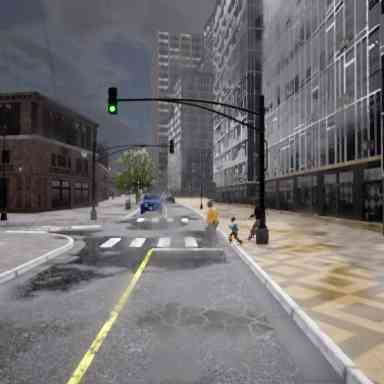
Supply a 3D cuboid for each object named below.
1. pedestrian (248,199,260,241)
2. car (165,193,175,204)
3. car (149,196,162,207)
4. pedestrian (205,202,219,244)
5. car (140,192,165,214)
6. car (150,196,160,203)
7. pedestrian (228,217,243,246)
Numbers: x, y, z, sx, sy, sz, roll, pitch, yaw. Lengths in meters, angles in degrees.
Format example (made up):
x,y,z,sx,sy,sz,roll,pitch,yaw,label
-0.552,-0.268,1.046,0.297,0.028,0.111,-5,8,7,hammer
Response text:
x,y,z,sx,sy,sz,roll,pitch,yaw,label
2.694,1.143,13.856,0.375,1.860,0.375,1,-1,-2,pedestrian
-4.304,1.487,64.333,1.837,1.490,4.892,0,0,-8,car
-5.553,1.462,50.465,1.882,1.535,5.008,0,0,-6,car
0.859,1.294,14.262,0.375,1.860,0.375,1,-1,-2,pedestrian
-4.190,1.207,34.927,2.150,2.045,5.566,0,1,-4,car
-7.649,1.553,68.517,1.994,1.385,4.181,0,0,-8,car
1.659,1.514,12.866,0.500,1.100,0.500,1,-1,-2,pedestrian
